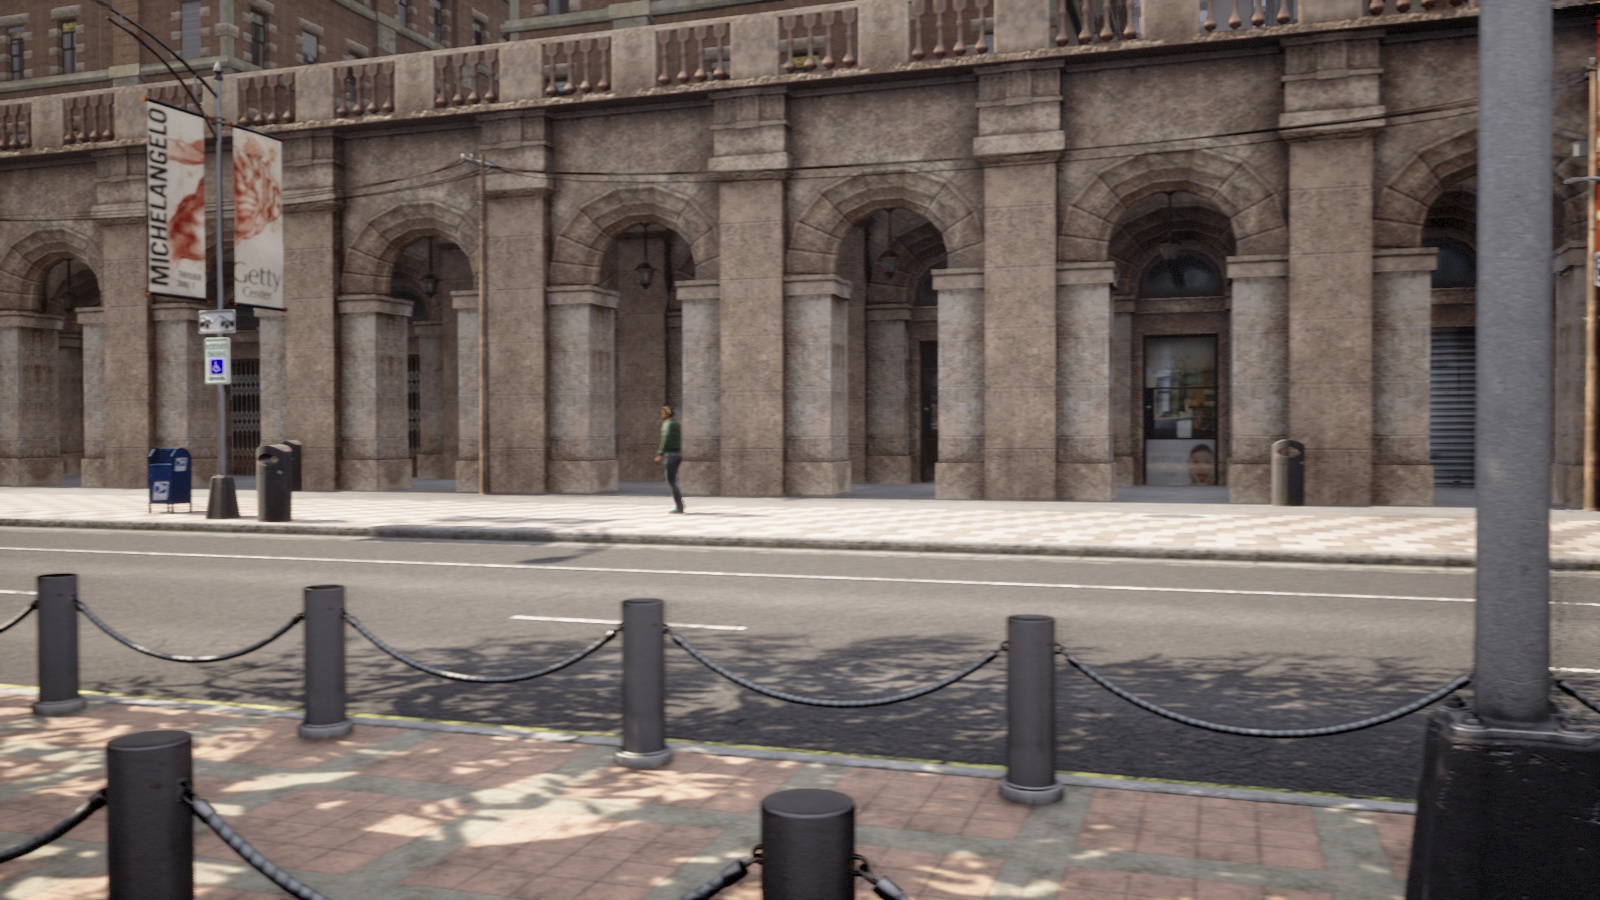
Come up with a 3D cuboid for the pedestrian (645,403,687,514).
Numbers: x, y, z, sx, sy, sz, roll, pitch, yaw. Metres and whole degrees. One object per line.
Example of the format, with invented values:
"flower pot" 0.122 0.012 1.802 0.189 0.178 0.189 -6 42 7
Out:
"pedestrian" -2.254 0.136 21.162 0.614 1.847 0.353 1 1 20
